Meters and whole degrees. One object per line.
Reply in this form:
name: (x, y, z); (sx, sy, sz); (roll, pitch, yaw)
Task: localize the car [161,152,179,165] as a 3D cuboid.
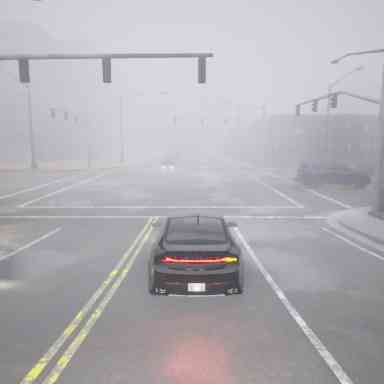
car: (-3.581, -4.901, 50.697); (2.033, 1.411, 5.357); (0, 9, 0)

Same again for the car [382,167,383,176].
car: (16.653, -2.154, 32.866); (5.357, 1.411, 2.033); (0, 9, 2)

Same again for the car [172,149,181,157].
car: (-3.477, -8.925, 76.352); (1.882, 1.535, 5.008); (0, 9, 0)

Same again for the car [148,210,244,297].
car: (0.074, 1.200, 8.032); (1.837, 1.490, 4.892); (0, 4, 0)

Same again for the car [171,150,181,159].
car: (-3.515, -7.369, 65.420); (2.097, 1.767, 4.553); (0, 9, 1)

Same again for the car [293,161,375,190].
car: (10.682, -1.350, 25.513); (5.566, 2.045, 2.150); (0, 9, 1)

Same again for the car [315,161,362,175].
car: (15.947, -2.671, 36.327); (4.181, 1.385, 1.994); (0, 9, 0)
